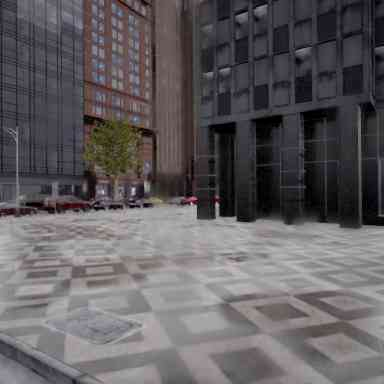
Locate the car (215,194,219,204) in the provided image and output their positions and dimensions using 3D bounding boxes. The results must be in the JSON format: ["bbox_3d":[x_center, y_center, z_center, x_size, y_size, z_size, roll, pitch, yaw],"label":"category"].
[{"bbox_3d":[3.183,1.222,57.694,2.192,1.841,5.009,-1,0,35],"label":"car"}]

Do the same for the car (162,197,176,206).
[{"bbox_3d":[-2.030,1.496,54.748,2.033,1.411,5.357,-1,0,35],"label":"car"}]

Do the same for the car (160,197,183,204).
[{"bbox_3d":[-3.822,1.574,62.547,1.947,1.339,4.313,-1,0,35],"label":"car"}]

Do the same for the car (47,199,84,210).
[{"bbox_3d":[-16.651,1.642,43.992,1.802,1.307,4.206,-1,0,35],"label":"car"}]

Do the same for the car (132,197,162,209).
[{"bbox_3d":[-6.435,1.509,43.778,1.947,1.339,4.313,-1,0,35],"label":"car"}]

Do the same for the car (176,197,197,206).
[{"bbox_3d":[-0.022,1.462,53.055,1.887,1.381,4.507,-1,0,35],"label":"car"}]

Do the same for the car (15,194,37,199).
[{"bbox_3d":[-18.213,1.269,36.906,2.150,2.045,5.566,-1,0,34],"label":"car"}]

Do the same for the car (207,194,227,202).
[{"bbox_3d":[5.798,1.296,76.464,2.192,1.841,5.009,-1,0,35],"label":"car"}]

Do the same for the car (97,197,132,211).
[{"bbox_3d":[-9.642,1.525,39.141,1.947,1.339,4.313,-1,0,35],"label":"car"}]

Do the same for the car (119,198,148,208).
[{"bbox_3d":[-8.837,1.566,50.414,1.994,1.385,4.181,-1,0,35],"label":"car"}]

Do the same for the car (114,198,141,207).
[{"bbox_3d":[-10.237,1.613,53.269,1.802,1.307,4.206,-1,0,35],"label":"car"}]

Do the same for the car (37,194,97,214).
[{"bbox_3d":[-12.851,1.290,34.504,2.192,1.841,5.009,-1,0,35],"label":"car"}]

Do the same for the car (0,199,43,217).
[{"bbox_3d":[-16.055,1.577,29.864,1.802,1.307,4.206,-1,0,35],"label":"car"}]

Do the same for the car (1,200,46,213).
[{"bbox_3d":[-19.858,1.643,39.354,1.947,1.339,4.313,-1,0,35],"label":"car"}]

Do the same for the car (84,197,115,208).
[{"bbox_3d":[-13.446,1.484,48.630,1.967,1.590,4.097,-1,0,35],"label":"car"}]

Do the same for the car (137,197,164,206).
[{"bbox_3d":[-7.127,1.545,57.767,1.752,1.417,4.829,-1,0,35],"label":"car"}]
